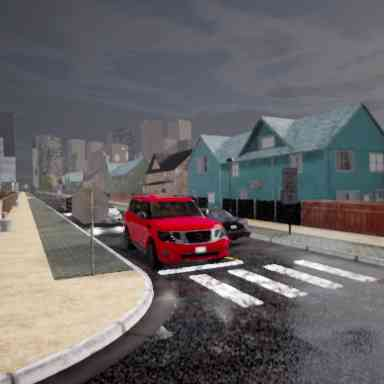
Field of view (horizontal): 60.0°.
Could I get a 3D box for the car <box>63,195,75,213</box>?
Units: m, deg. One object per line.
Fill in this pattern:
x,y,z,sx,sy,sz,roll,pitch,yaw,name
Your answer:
-12.065,1.237,33.973,1.837,1.490,4.892,-1,1,-27,car

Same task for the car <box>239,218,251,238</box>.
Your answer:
0.517,1.409,15.357,2.033,1.411,5.357,-1,1,-27,car

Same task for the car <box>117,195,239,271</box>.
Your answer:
-0.852,1.152,11.380,2.150,2.045,5.566,-1,1,-23,car

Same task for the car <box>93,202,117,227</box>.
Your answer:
-6.032,1.362,21.993,1.812,1.442,4.674,-1,1,-27,car

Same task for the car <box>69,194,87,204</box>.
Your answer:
-17.618,1.113,51.253,1.994,1.385,4.181,-1,1,-27,car
